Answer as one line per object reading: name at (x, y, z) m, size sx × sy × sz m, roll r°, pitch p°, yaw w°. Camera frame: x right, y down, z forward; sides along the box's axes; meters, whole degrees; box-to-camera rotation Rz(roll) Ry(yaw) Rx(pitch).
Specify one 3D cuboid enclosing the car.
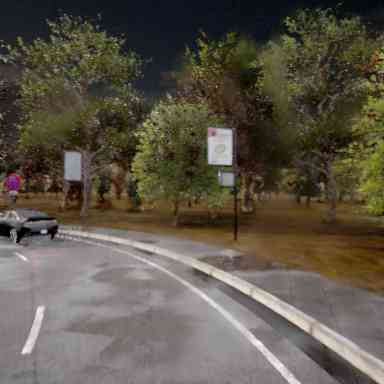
car at (-8.542, 1.598, 16.574) m, size 4.902 × 1.511 × 2.128 m, roll -1°, pitch 0°, yaw 40°
